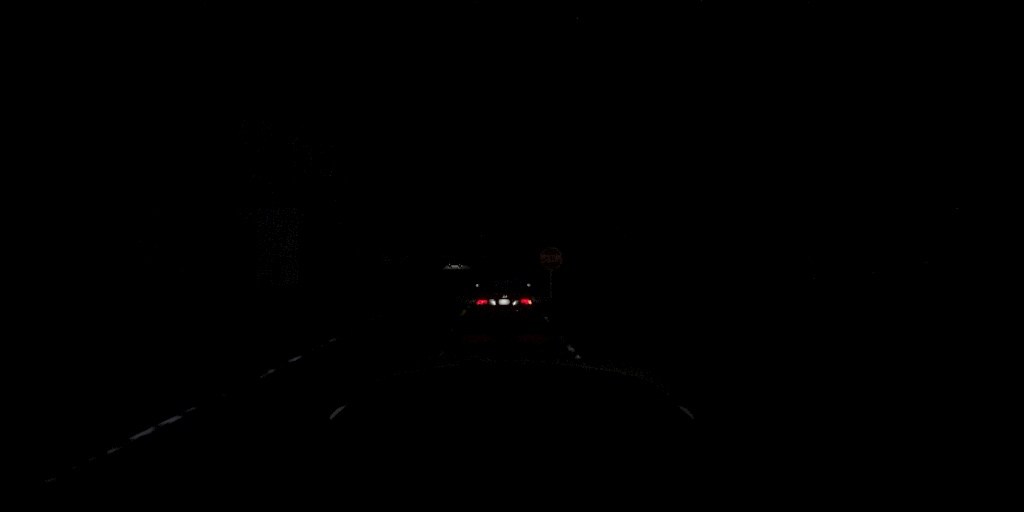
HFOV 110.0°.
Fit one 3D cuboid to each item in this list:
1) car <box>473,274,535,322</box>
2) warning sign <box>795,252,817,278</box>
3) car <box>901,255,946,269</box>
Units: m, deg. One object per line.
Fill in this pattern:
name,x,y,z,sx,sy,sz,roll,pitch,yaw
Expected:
car,-0.282,1.304,12.242,2.033,1.411,5.357,0,0,-2
warning sign,21.851,0.697,26.560,1.060,1.860,1.300,0,0,-7
car,42.435,0.616,35.940,5.566,2.045,2.150,0,0,-5
